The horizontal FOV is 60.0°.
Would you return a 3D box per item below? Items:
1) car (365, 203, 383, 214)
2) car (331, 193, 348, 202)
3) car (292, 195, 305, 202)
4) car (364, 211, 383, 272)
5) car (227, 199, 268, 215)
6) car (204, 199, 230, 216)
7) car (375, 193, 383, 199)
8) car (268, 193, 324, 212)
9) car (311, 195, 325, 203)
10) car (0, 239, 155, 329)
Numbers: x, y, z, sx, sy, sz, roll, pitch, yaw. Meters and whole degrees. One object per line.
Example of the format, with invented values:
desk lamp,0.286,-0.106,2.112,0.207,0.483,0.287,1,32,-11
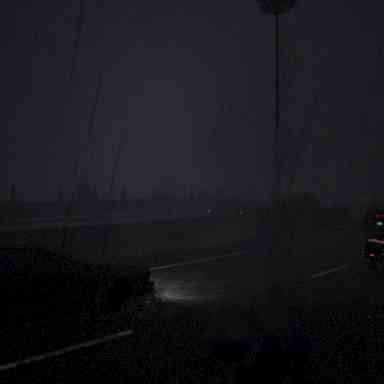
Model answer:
car,11.391,1.392,19.109,1.837,1.490,4.892,0,0,43
car,27.700,1.039,63.143,2.097,1.767,4.553,0,0,16
car,21.655,1.256,67.757,2.033,1.411,5.357,0,0,13
car,6.657,1.430,9.510,4.902,1.511,2.128,0,0,-42
car,5.230,1.476,28.251,1.994,1.385,4.181,0,0,40
car,3.092,1.413,31.103,2.128,1.511,4.902,0,0,40
car,44.509,0.994,77.336,1.895,1.301,4.718,0,0,4
car,8.597,1.113,26.754,2.150,2.045,5.566,0,0,40
car,24.467,1.244,64.603,2.033,1.411,5.357,0,0,16
car,-3.354,1.561,5.758,5.357,1.411,2.033,0,0,-37
